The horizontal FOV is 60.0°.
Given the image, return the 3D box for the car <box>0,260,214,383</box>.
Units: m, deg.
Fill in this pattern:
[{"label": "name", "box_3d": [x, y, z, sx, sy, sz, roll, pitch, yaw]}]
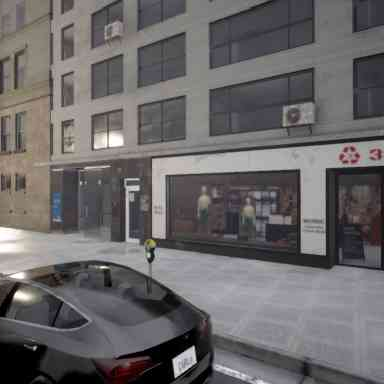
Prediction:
[{"label": "car", "box_3d": [-1.755, 1.566, 4.218, 4.313, 1.339, 1.947, 0, 0, 36]}]
